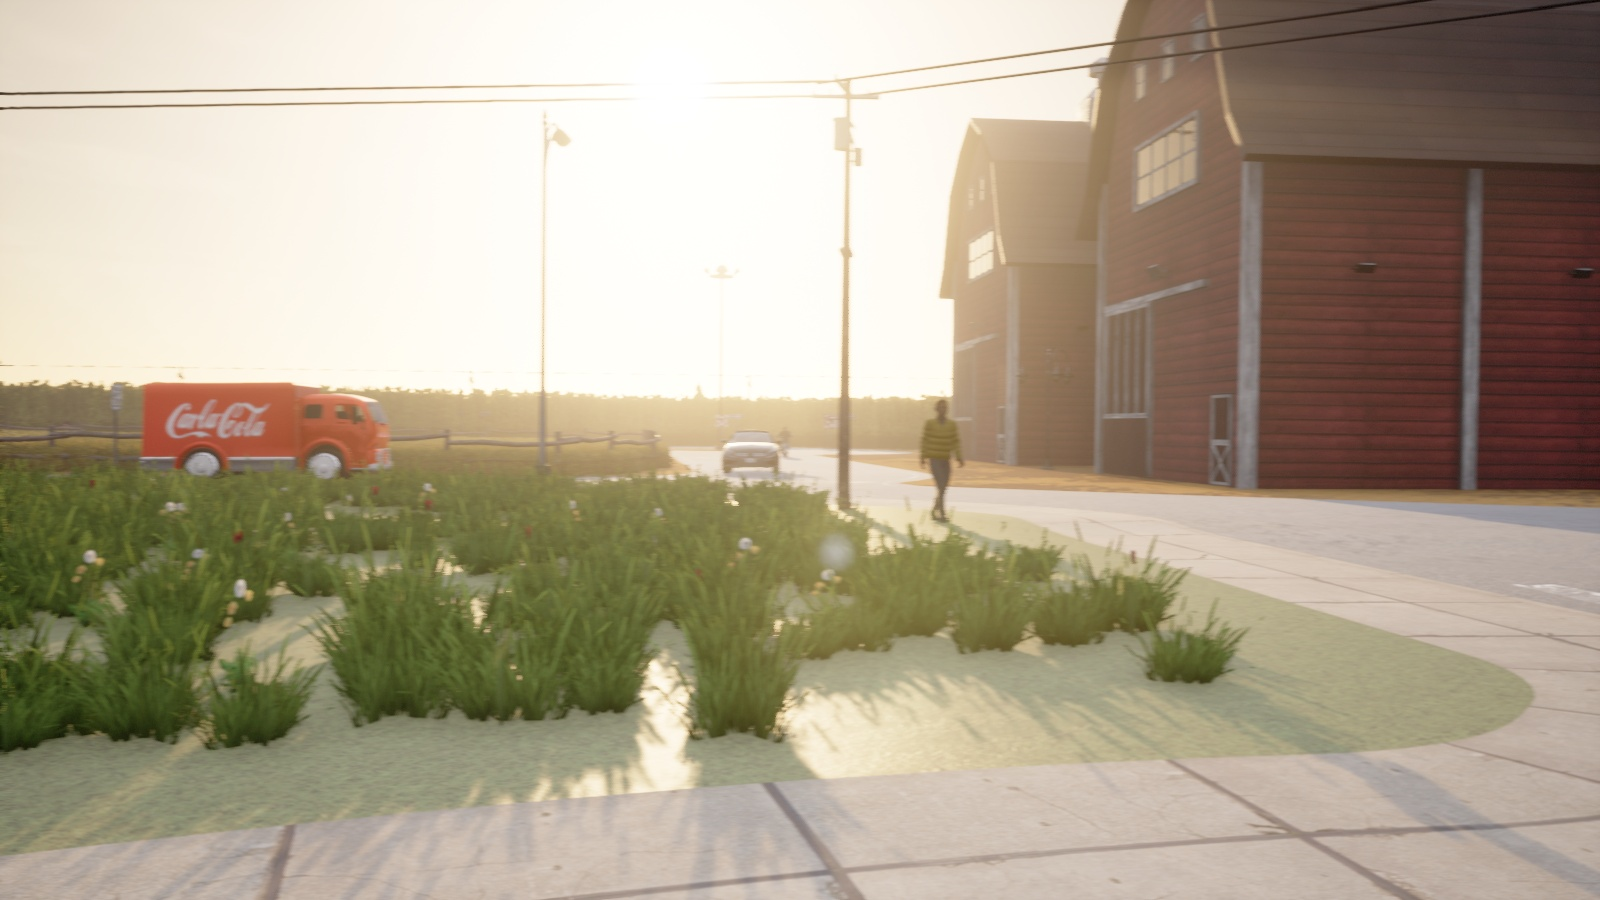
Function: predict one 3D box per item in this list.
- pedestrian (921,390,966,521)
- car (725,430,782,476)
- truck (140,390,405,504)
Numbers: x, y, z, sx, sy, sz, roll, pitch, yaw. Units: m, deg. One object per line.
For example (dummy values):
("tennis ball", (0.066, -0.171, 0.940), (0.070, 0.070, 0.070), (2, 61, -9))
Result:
("pedestrian", (2.069, 0.069, 18.120), (0.431, 1.840, 0.709), (-1, 1, -11))
("car", (-1.508, 0.070, 42.414), (1.812, 1.442, 4.674), (-1, 1, -1))
("truck", (-12.401, -0.094, 29.917), (5.204, 2.467, 2.627), (-2, 1, -5))
